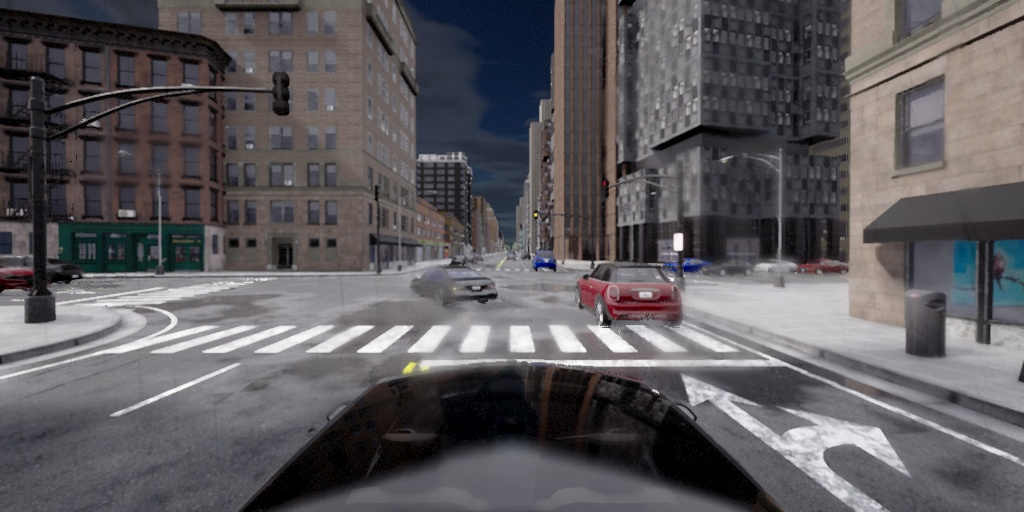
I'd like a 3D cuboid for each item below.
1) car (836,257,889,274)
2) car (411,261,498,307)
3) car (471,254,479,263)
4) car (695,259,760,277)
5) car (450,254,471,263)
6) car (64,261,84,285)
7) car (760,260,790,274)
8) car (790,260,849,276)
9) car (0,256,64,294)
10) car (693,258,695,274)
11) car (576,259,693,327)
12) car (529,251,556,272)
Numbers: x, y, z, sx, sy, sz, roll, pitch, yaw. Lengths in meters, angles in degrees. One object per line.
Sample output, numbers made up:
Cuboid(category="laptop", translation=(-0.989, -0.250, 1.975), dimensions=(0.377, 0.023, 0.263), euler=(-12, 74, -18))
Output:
Cuboid(category="car", translation=(39.840, 1.048, 40.782), dimensions=(4.553, 1.767, 2.097), euler=(1, 0, -12))
Cuboid(category="car", translation=(-2.520, 1.111, 14.488), dimensions=(2.033, 1.411, 5.357), euler=(0, 1, -31))
Cuboid(category="car", translation=(-6.660, 0.468, 55.665), dimensions=(1.837, 1.490, 4.892), euler=(0, 1, 0))
Cuboid(category="car", translation=(19.267, 1.063, 32.079), dimensions=(4.892, 1.490, 1.837), euler=(0, 0, -17))
Cuboid(category="car", translation=(-6.658, 0.616, 45.631), dimensions=(1.837, 1.490, 4.892), euler=(0, 1, -1))
Cuboid(category="car", translation=(-24.385, 0.765, 17.424), dimensions=(4.892, 1.490, 1.837), euler=(0, 0, -17))
Cuboid(category="car", translation=(27.757, 1.121, 37.875), dimensions=(4.674, 1.442, 1.812), euler=(1, 0, -15))
Cuboid(category="car", translation=(30.514, 1.119, 35.234), dimensions=(5.008, 1.535, 1.882), euler=(1, 0, -14))
Cuboid(category="car", translation=(-22.335, 0.777, 14.460), dimensions=(5.008, 1.535, 1.882), euler=(0, 0, -17))
Cuboid(category="car", translation=(17.014, 0.995, 34.820), dimensions=(5.008, 1.535, 1.882), euler=(0, 0, -16))
Cuboid(category="car", translation=(3.330, 0.964, 11.069), dimensions=(2.097, 1.767, 4.553), euler=(0, 1, 0))
Cuboid(category="car", translation=(3.303, 0.478, 37.322), dimensions=(2.150, 2.045, 5.566), euler=(1, 2, 0))
